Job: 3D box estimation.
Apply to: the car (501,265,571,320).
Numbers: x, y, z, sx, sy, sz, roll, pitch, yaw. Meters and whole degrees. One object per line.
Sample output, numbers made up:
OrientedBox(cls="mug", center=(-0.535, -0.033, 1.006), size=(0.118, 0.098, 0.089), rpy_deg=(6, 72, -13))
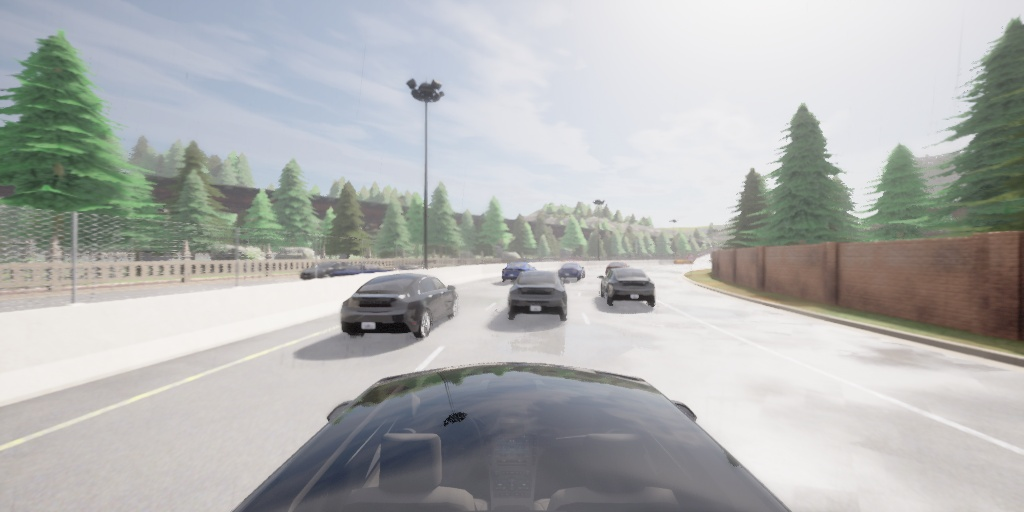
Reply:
OrientedBox(cls="car", center=(0.969, 1.254, 12.660), size=(1.837, 1.490, 4.892), rpy_deg=(0, 0, 7))

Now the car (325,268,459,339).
OrientedBox(cls="car", center=(-2.835, 1.238, 10.044), size=(1.837, 1.490, 4.892), rpy_deg=(0, 0, 5))

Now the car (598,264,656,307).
OrientedBox(cls="car", center=(4.992, 1.270, 15.845), size=(1.837, 1.490, 4.892), rpy_deg=(0, 0, 9))

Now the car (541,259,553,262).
OrientedBox(cls="car", center=(5.925, 1.271, 62.691), size=(1.812, 1.442, 4.674), rpy_deg=(0, 0, 36))

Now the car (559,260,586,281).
OrientedBox(cls="car", center=(5.042, 1.284, 30.241), size=(1.812, 1.442, 4.674), rpy_deg=(0, 0, 18))

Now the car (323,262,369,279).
OrientedBox(cls="car", center=(-10.952, 1.291, 26.029), size=(1.895, 1.301, 4.718), rpy_deg=(0, 0, 14))

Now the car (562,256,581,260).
OrientedBox(cls="car", center=(10.133, 1.006, 62.592), size=(2.150, 2.045, 5.566), rpy_deg=(0, 0, 37))

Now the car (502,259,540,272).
OrientedBox(cls="car", center=(0.654, 1.218, 27.972), size=(1.882, 1.535, 5.008), rpy_deg=(0, 0, 16))

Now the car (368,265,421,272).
OrientedBox(cls="car", center=(-7.582, 1.306, 25.105), size=(1.895, 1.301, 4.718), rpy_deg=(0, 0, 14))

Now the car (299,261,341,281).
OrientedBox(cls="car", center=(-14.058, 1.181, 27.825), size=(1.837, 1.490, 4.892), rpy_deg=(0, 0, 14))

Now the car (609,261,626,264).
OrientedBox(cls="car", center=(9.870, 1.256, 33.312), size=(1.882, 1.535, 5.008), rpy_deg=(0, 0, 21))
